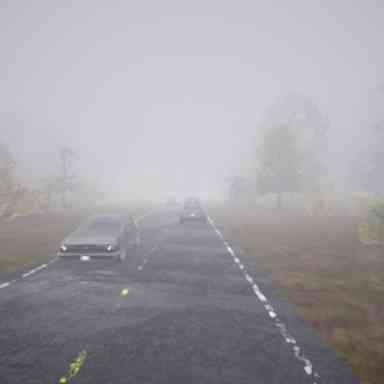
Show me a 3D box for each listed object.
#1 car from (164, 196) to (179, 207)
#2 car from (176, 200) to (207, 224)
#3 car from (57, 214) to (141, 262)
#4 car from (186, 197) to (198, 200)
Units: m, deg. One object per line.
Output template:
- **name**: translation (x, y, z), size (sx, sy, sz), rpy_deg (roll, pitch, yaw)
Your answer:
- **car**: translation (-3.147, 1.364, 51.981), size (2.097, 1.767, 4.553), rpy_deg (0, 0, 0)
- **car**: translation (0.059, 1.570, 25.166), size (1.994, 1.385, 4.181), rpy_deg (0, 0, 0)
- **car**: translation (-3.120, 1.550, 12.380), size (2.033, 1.411, 5.357), rpy_deg (0, 0, 0)
- **car**: translation (0.029, 1.361, 42.616), size (2.097, 1.767, 4.553), rpy_deg (0, 0, 0)
